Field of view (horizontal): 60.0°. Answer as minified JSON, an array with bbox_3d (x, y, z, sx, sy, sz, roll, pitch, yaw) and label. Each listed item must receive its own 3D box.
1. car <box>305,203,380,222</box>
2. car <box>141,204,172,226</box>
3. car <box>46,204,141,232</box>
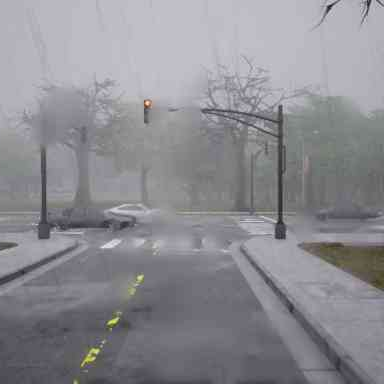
[{"bbox_3d":[11.824,1.563,26.330,5.357,1.411,2.033,0,0,0],"label":"car"},{"bbox_3d":[-3.729,1.525,22.886,4.674,1.442,1.812,0,0,0],"label":"car"},{"bbox_3d":[-5.986,1.548,19.635,5.357,1.411,2.033,0,0,0],"label":"car"}]
